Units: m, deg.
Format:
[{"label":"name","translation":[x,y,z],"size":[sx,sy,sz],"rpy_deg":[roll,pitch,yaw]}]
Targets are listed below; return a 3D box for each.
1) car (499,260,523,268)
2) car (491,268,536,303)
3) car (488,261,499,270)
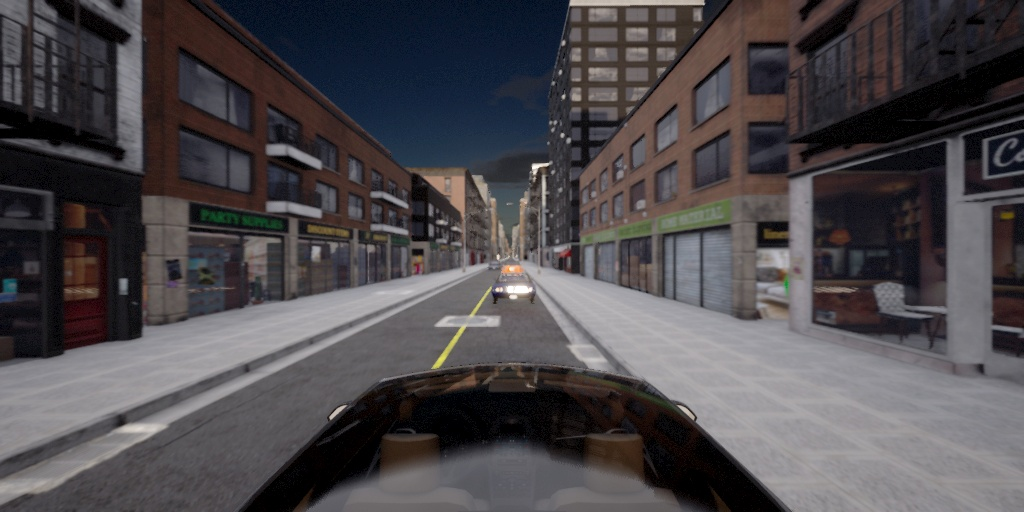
[{"label":"car","translation":[0.063,1.238,36.239],"size":[2.097,1.767,4.553],"rpy_deg":[0,0,0]},{"label":"car","translation":[0.075,1.409,16.903],"size":[1.895,1.301,4.718],"rpy_deg":[0,0,0]},{"label":"car","translation":[-2.803,1.527,58.167],"size":[2.033,1.411,5.357],"rpy_deg":[0,0,0]}]
